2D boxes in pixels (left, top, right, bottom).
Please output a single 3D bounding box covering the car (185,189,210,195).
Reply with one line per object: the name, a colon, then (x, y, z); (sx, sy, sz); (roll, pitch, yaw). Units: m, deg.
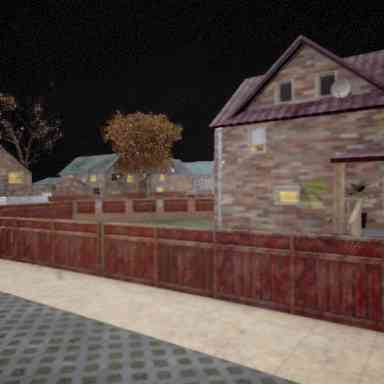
car: (0.960, 0.463, 54.482); (2.150, 2.045, 5.566); (0, 1, 36)
